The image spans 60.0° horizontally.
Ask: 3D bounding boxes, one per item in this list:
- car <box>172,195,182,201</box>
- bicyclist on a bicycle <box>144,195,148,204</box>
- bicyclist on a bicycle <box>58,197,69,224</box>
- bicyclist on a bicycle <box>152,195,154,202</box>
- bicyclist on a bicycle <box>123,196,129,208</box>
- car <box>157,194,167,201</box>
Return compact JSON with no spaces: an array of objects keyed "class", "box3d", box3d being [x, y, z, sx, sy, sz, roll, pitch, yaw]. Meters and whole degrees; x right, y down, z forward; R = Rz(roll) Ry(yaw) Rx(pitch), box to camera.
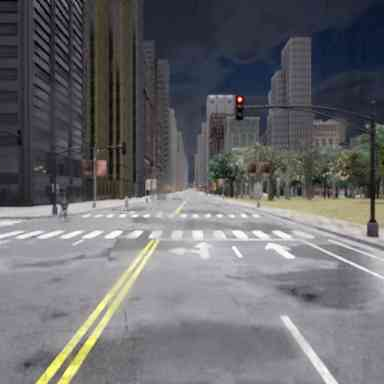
[{"class":"car","box3d":[-3.212,1.212,71.098,1.895,1.301,4.718,0,0,0]},{"class":"bicyclist on a bicycle","box3d":[-8.566,1.399,62.370,0.866,1.612,1.509,0,0,0]},{"class":"bicyclist on a bicycle","box3d":[-8.735,1.235,22.561,0.659,1.776,1.843,0,0,0]},{"class":"bicyclist on a bicycle","box3d":[-8.710,1.469,74.613,0.582,1.620,1.656,0,0,0]},{"class":"bicyclist on a bicycle","box3d":[-8.606,1.310,43.622,0.866,1.612,1.509,0,0,1]},{"class":"car","box3d":[-6.462,1.156,71.130,2.033,1.411,5.357,0,0,0]}]
